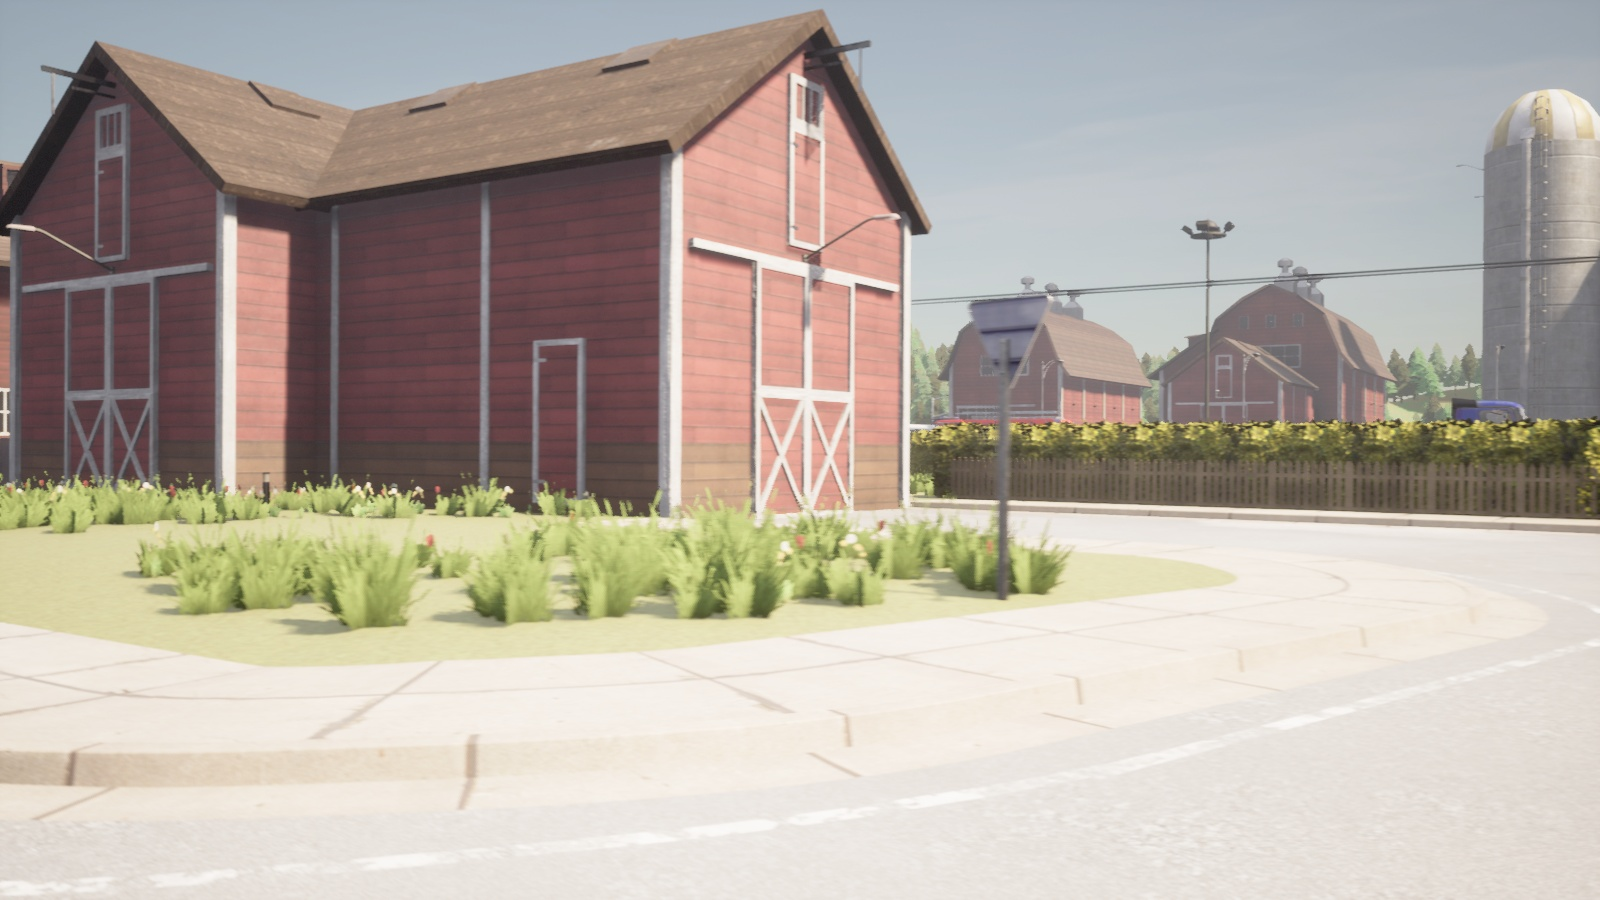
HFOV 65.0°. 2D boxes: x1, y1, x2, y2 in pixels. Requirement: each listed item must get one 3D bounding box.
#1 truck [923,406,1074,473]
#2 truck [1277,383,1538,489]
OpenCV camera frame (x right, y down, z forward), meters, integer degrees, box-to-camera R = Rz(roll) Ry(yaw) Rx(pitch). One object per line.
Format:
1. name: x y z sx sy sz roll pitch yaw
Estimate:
1. truck: 11.824 -0.588 75.312 8.468 3.827 2.891 -1 0 33
2. truck: 21.315 -0.433 44.281 7.936 3.462 2.891 -1 0 33
